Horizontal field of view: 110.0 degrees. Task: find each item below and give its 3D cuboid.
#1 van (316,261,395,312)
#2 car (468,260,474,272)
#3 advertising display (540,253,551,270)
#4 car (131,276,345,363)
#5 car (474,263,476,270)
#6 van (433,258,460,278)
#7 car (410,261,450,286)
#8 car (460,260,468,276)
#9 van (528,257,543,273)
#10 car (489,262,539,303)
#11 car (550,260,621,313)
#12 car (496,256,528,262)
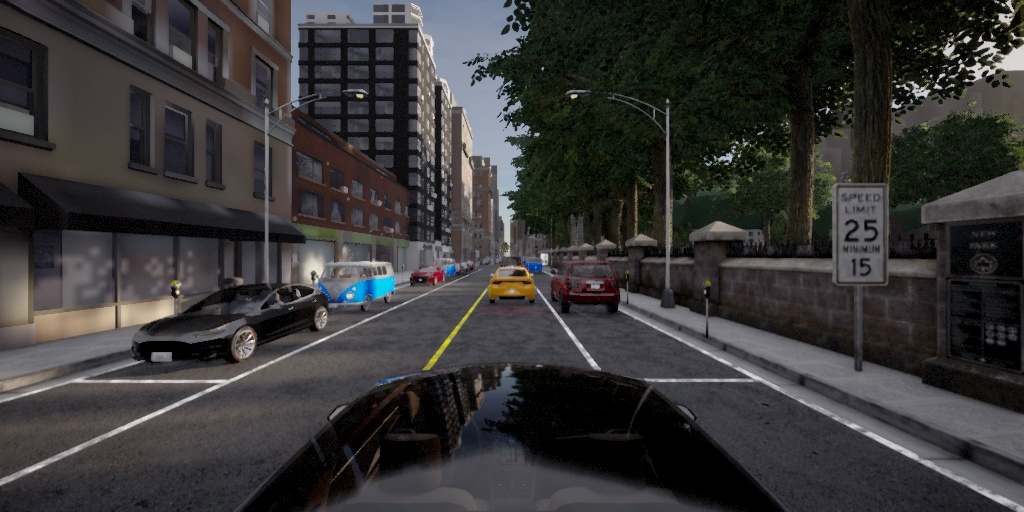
[{"bbox_3d":[-5.857,1.087,13.834,1.690,1.789,3.998,0,0,0],"label":"van"},{"bbox_3d":[-5.857,1.305,42.137,1.802,1.307,4.207,0,0,0],"label":"car"},{"bbox_3d":[5.635,0.716,62.253,1.540,2.440,0.280,0,0,0],"label":"advertising display"},{"bbox_3d":[-5.857,1.314,8.173,1.948,1.339,4.313,0,0,0],"label":"car"},{"bbox_3d":[-5.857,1.260,47.797,1.888,1.381,4.507,0,0,0],"label":"car"},{"bbox_3d":[-5.857,1.076,30.816,1.690,1.789,3.998,0,0,0],"label":"van"},{"bbox_3d":[-5.857,1.285,25.155,1.888,1.381,4.507,0,0,0],"label":"car"},{"bbox_3d":[-5.857,1.311,36.476,1.802,1.307,4.207,0,0,0],"label":"car"},{"bbox_3d":[2.668,1.064,42.164,1.690,1.789,3.998,0,0,0],"label":"van"},{"bbox_3d":[0.000,1.231,16.500,1.882,1.535,5.008,0,0,0],"label":"car"},{"bbox_3d":[2.668,1.061,13.874,2.192,1.841,5.009,0,0,0],"label":"car"},{"bbox_3d":[0.000,0.993,31.529,2.150,2.045,5.566,0,0,0],"label":"car"}]
